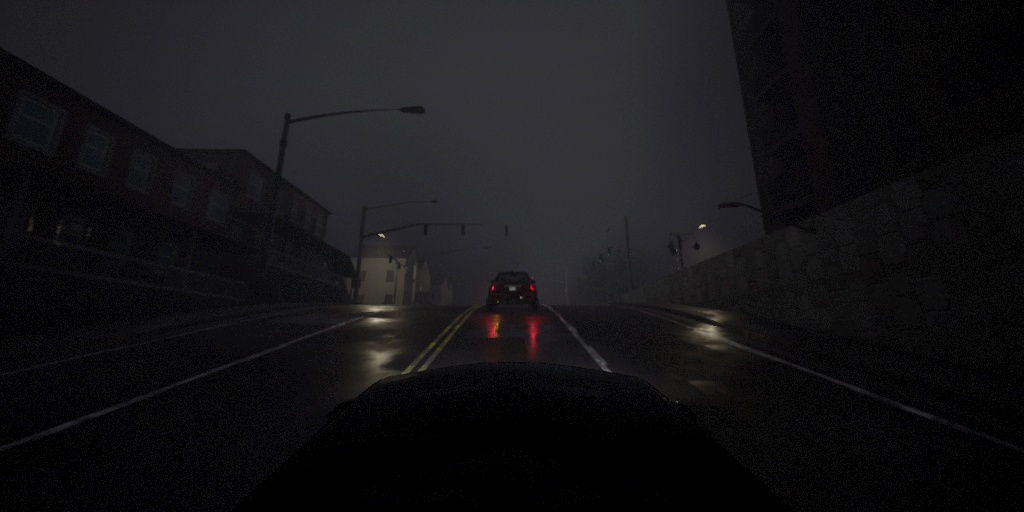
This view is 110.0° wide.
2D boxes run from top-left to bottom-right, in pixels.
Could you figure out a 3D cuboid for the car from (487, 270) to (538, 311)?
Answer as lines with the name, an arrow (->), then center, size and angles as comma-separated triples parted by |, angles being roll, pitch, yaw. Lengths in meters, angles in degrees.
car -> 0.046, 1.519, 16.673 | 2.097, 1.767, 4.553 | 0, -4, 1
